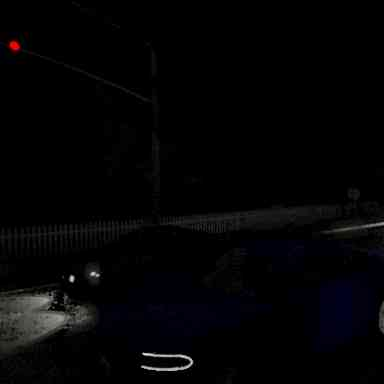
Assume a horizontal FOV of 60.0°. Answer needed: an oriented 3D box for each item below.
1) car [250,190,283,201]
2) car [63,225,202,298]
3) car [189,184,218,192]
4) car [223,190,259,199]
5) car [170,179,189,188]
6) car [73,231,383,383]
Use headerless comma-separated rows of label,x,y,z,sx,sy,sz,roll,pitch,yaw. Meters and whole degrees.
car,12.061,0.528,54.162,2.128,1.511,4.902,-1,4,-37
car,-0.751,1.503,7.742,4.181,1.385,1.994,-1,1,-35
car,2.301,-0.838,67.280,2.128,1.511,4.902,-1,8,-36
car,8.044,0.209,53.671,2.150,2.045,5.566,-1,4,-37
car,-2.209,-1.501,67.468,2.150,2.045,5.566,-1,8,-37
car,1.155,1.419,4.804,5.008,1.535,1.882,-1,1,-35
